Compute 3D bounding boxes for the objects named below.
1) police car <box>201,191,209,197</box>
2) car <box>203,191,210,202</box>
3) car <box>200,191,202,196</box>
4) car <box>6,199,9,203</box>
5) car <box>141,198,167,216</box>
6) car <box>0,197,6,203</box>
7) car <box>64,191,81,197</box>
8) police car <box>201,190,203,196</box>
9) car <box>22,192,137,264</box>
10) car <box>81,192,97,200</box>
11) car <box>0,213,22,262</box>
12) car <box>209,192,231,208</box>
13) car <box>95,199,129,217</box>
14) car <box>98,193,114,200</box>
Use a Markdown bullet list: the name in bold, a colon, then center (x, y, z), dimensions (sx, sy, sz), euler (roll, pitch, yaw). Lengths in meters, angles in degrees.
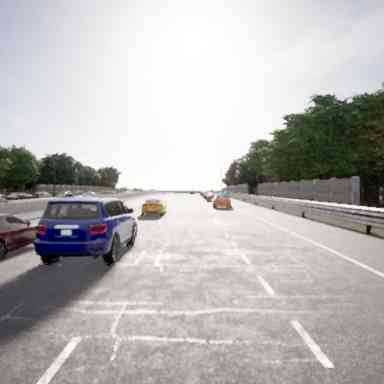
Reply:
- **police car**: center (3.543, 0.431, 91.389), dimensions (2.038, 1.542, 4.974), euler (0, 1, 0)
- **car**: center (3.527, 0.907, 58.342), dimensions (2.128, 1.511, 4.902), euler (0, 1, 0)
- **car**: center (3.538, 0.539, 80.372), dimensions (1.882, 1.535, 5.008), euler (0, 1, 0)
- **car**: center (-24.559, 1.217, 41.059), dimensions (1.994, 1.385, 4.181), euler (0, 1, 0)
- **car**: center (-3.386, 1.253, 30.155), dimensions (1.882, 1.535, 5.008), euler (0, 1, 0)
- **car**: center (-17.584, 1.316, 26.943), dimensions (1.837, 1.490, 4.892), euler (0, 1, 0)
- **car**: center (-27.963, 0.485, 77.796), dimensions (2.033, 1.411, 5.357), euler (0, 1, 0)
- **police car**: center (3.533, 0.744, 69.356), dimensions (2.038, 1.542, 4.974), euler (0, 1, 0)
- **car**: center (-3.395, 1.168, 11.680), dimensions (2.150, 2.045, 5.566), euler (0, 0, 0)
- **car**: center (-20.968, 0.787, 67.798), dimensions (1.812, 1.442, 4.674), euler (0, 1, 0)
- **car**: center (-6.895, 1.472, 11.692), dimensions (1.812, 1.442, 4.674), euler (0, 0, 0)
- **car**: center (3.619, 0.999, 41.372), dimensions (2.097, 1.767, 4.553), euler (0, 1, 0)
- **car**: center (-6.887, 1.350, 29.212), dimensions (1.994, 1.385, 4.181), euler (0, 1, 0)
- **car**: center (-17.468, 0.858, 67.767), dimensions (1.895, 1.301, 4.718), euler (0, 1, 0)
